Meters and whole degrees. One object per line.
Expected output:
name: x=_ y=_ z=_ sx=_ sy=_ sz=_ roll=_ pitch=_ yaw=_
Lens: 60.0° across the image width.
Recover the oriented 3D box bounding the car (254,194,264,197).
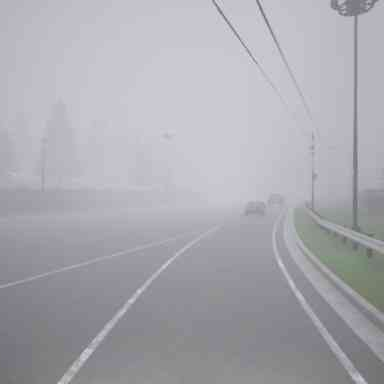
car: x=19.626 y=1.593 z=92.933 sx=1.895 sy=1.301 sz=4.718 roll=0 pitch=0 yaw=24

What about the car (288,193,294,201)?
car: x=25.866 y=1.248 z=89.731 sx=2.150 sy=2.045 sz=5.566 roll=0 pitch=0 yaw=24

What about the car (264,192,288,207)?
car: x=13.153 y=1.233 z=51.736 sx=2.150 sy=2.045 sz=5.566 roll=0 pitch=0 yaw=23

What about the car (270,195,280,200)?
car: x=22.817 y=1.563 z=91.495 sx=1.994 sy=1.385 sz=4.181 roll=0 pitch=0 yaw=24

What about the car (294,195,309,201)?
car: x=29.210 y=1.588 z=88.644 sx=1.994 sy=1.385 sz=4.181 roll=0 pitch=0 yaw=24

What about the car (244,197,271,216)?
car: x=6.232 y=1.547 z=32.281 sx=2.033 sy=1.411 sz=5.357 roll=0 pitch=0 yaw=16
